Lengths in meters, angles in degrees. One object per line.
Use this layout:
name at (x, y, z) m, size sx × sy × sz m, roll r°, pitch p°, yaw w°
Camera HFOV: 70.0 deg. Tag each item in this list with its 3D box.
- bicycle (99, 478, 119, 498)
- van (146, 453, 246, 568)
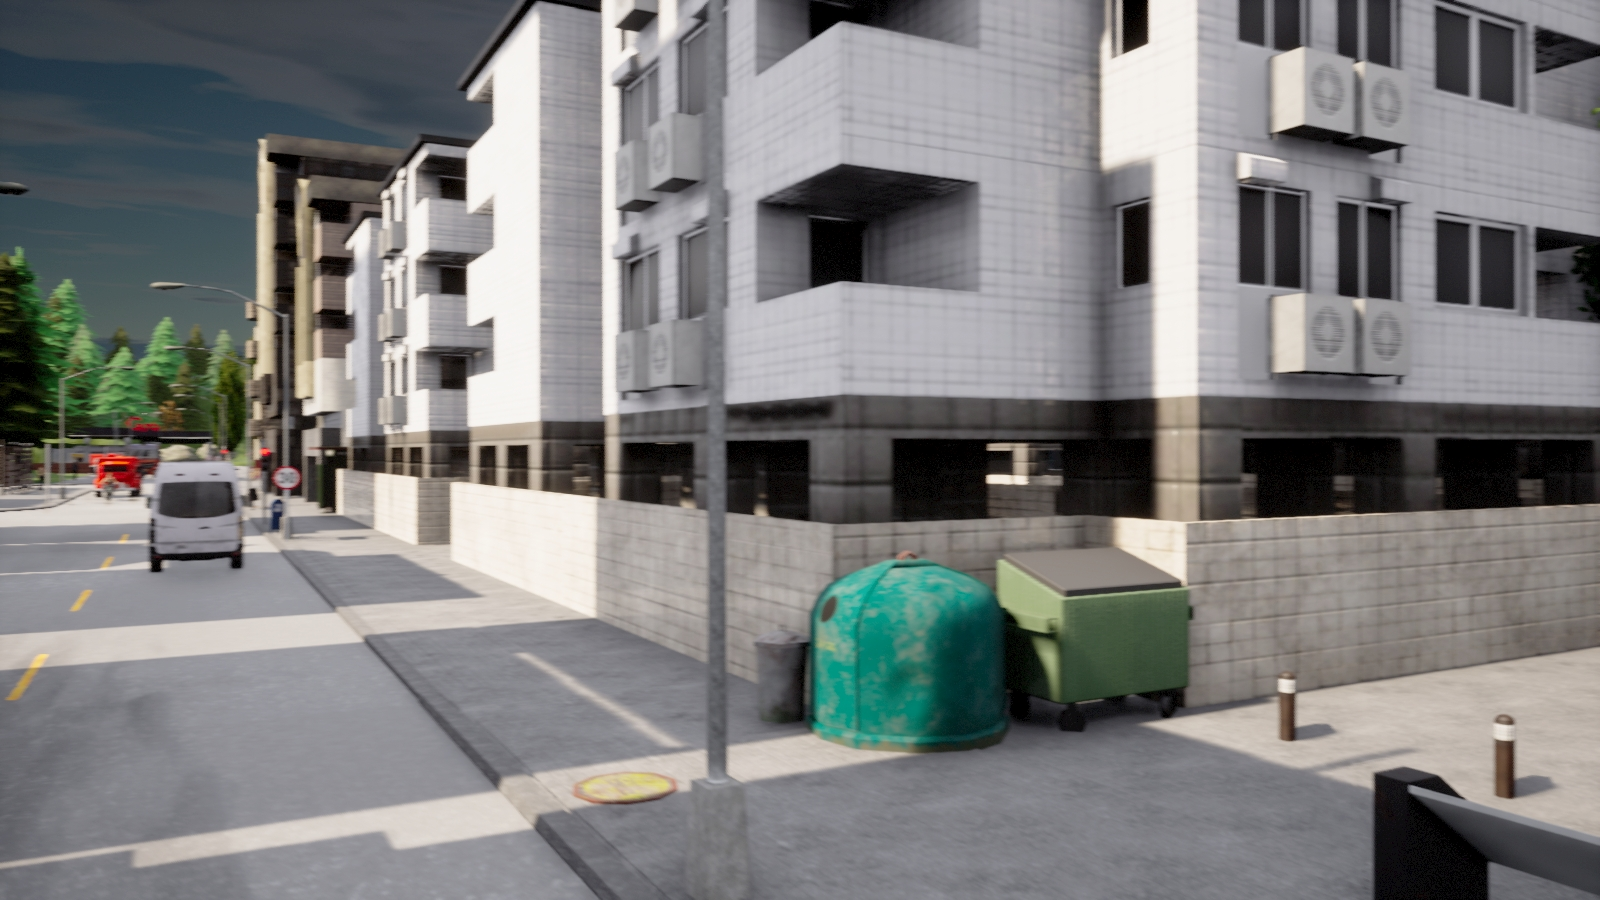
bicycle at (-38.746, 2.126, 64.099) m, size 0.859 × 1.080 × 1.487 m, roll 0°, pitch 1°, yaw -28°
van at (-15.084, 1.350, 28.539) m, size 1.988 × 2.561 × 5.915 m, roll 0°, pitch 0°, yaw -28°
